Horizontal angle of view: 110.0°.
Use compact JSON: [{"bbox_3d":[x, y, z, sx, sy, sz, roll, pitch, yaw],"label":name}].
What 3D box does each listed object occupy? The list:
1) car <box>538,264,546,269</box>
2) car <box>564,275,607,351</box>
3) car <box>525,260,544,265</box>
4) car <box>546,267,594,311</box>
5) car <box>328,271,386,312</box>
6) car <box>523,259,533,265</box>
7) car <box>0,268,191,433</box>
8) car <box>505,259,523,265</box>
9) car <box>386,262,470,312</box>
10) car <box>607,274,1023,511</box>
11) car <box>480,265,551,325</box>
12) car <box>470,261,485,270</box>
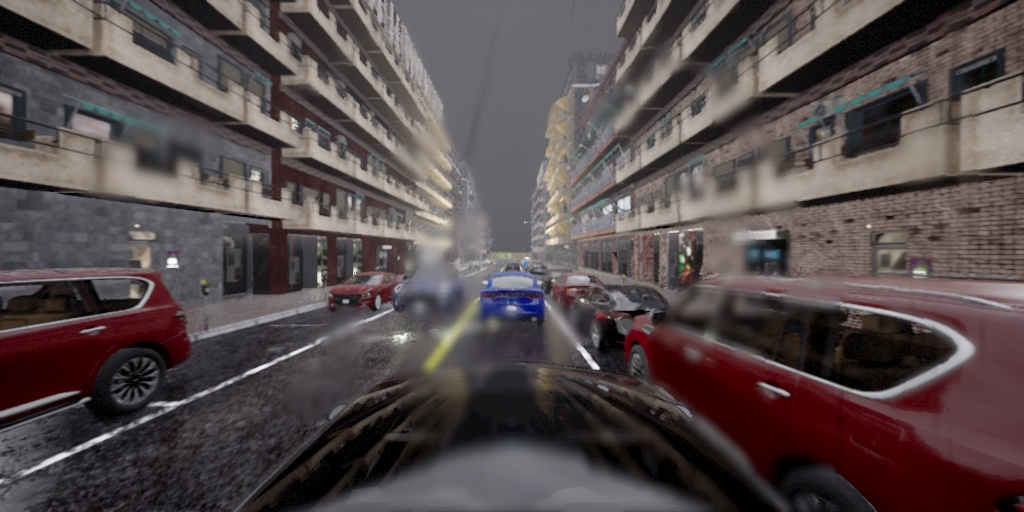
[{"bbox_3d":[2.661,1.355,20.248,1.948,1.339,4.313,0,0,0],"label":"car"},{"bbox_3d":[2.657,1.332,8.919,1.948,1.339,4.313,0,0,0],"label":"car"},{"bbox_3d":[2.689,1.387,37.241,1.948,1.339,4.313,0,0,0],"label":"car"},{"bbox_3d":[2.656,1.323,14.584,1.888,1.381,4.507,0,0,0],"label":"car"},{"bbox_3d":[-5.692,1.323,14.523,1.888,1.381,4.507,0,0,0],"label":"car"},{"bbox_3d":[2.687,1.381,42.907,2.007,1.370,4.403,0,0,0],"label":"car"},{"bbox_3d":[-5.691,1.068,3.193,2.192,1.841,5.009,0,0,0],"label":"car"},{"bbox_3d":[0.101,1.340,48.306,1.837,1.490,4.892,0,-1,0],"label":"car"},{"bbox_3d":[-3.095,1.129,14.283,2.097,1.767,4.553,0,0,0],"label":"car"},{"bbox_3d":[2.657,1.069,3.255,2.192,1.841,5.009,0,0,0],"label":"car"},{"bbox_3d":[0.018,1.250,11.943,1.882,1.535,5.008,0,0,0],"label":"car"},{"bbox_3d":[-5.695,1.398,54.179,2.007,1.370,4.403,0,0,0],"label":"car"}]
